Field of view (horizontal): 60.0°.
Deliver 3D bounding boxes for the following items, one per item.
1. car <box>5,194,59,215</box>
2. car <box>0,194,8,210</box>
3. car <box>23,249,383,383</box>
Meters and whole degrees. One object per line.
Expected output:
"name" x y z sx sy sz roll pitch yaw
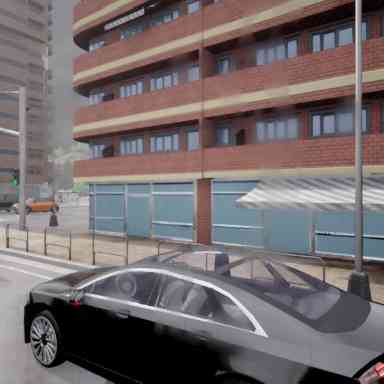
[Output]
"car" -16.249 1.352 34.471 2.097 1.767 4.553 0 0 36
"car" -20.174 1.221 35.029 2.150 2.045 5.566 0 0 35
"car" -0.172 1.491 4.112 4.902 1.511 2.128 0 0 35
